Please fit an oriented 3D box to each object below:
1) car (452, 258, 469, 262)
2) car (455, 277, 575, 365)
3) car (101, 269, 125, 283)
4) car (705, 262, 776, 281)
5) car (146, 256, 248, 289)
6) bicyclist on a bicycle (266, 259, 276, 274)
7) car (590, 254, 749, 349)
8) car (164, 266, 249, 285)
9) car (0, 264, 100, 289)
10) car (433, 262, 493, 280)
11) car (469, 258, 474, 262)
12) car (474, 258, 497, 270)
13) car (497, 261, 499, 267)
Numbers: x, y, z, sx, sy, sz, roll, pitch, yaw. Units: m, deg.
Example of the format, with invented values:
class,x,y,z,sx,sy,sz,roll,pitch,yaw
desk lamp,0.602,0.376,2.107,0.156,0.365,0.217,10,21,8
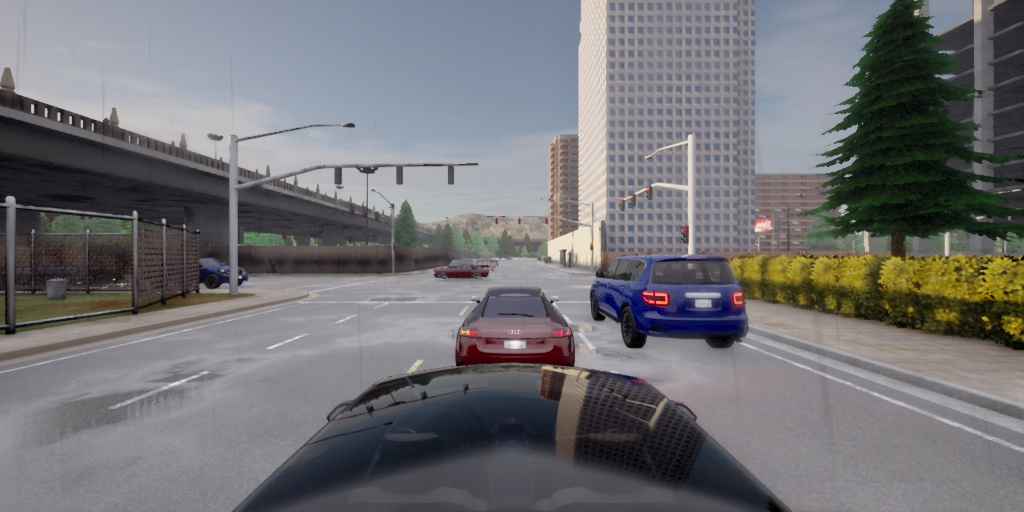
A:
class,x,y,z,sx,sy,sz,roll,pitch,yaw
car,-7.103,1.251,46.673,1.837,1.490,4.892,0,0,0
car,0.062,1.314,7.447,1.994,1.385,4.181,0,0,0
car,-32.204,1.351,26.635,5.357,1.411,2.033,0,0,0
car,19.299,1.307,30.455,4.892,1.490,1.837,0,0,0
car,-20.327,1.026,23.163,5.566,2.045,2.150,0,0,0
bicyclist on a bicycle,-25.305,1.103,37.634,0.582,1.620,1.656,0,0,0
car,3.567,0.971,9.313,2.150,2.045,5.566,0,0,1
car,-22.582,1.404,26.658,4.718,1.301,1.895,0,0,0
car,-30.548,1.351,23.139,5.357,1.411,2.033,0,0,0
car,-4.222,1.373,30.400,4.718,1.301,1.895,0,0,0
car,-7.101,1.098,55.557,2.097,1.767,4.553,0,0,0
car,-3.597,1.098,49.816,2.097,1.767,4.553,0,0,0
car,-3.595,1.237,58.888,2.128,1.511,4.902,0,0,0
